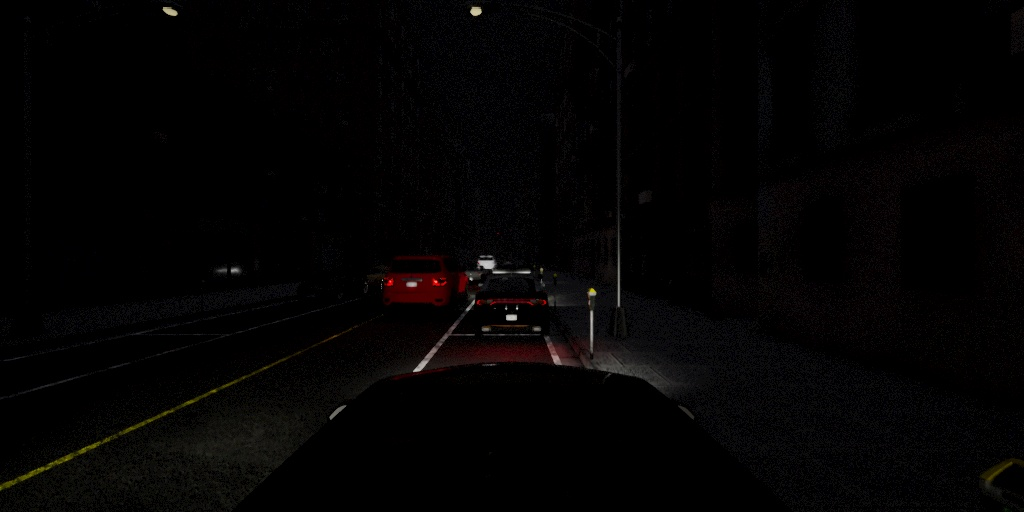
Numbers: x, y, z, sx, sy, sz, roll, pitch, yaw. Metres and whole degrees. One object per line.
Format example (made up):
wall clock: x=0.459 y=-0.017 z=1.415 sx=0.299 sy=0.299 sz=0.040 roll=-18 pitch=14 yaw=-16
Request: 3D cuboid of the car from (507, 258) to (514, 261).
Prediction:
car: x=-0.383 y=1.269 z=39.031 sx=1.751 sy=1.417 sz=4.829 roll=0 pitch=0 yaw=0

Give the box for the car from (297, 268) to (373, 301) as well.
car: x=-8.408 y=1.315 z=17.218 sx=1.948 sy=1.339 sz=4.313 roll=0 pitch=0 yaw=0

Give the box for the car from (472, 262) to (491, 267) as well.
car: x=-2.935 y=1.350 z=27.836 sx=1.895 sy=1.301 sz=4.718 roll=0 pitch=0 yaw=0

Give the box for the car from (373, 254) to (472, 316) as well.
car: x=-3.029 y=0.970 z=13.629 sx=2.150 sy=2.045 sz=5.566 roll=0 pitch=0 yaw=1

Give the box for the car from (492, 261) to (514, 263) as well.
car: x=-0.383 y=1.315 z=28.035 sx=1.948 sy=1.339 sz=4.313 roll=0 pitch=0 yaw=0

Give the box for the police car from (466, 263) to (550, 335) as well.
police car: x=-0.012 y=1.175 z=10.610 sx=1.930 sy=1.638 sz=5.238 roll=0 pitch=0 yaw=0

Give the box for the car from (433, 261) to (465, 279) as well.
car: x=-5.863 y=1.238 z=33.759 sx=2.128 sy=1.511 sz=4.902 roll=0 pitch=0 yaw=0

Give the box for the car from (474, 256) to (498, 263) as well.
car: x=-2.936 y=0.962 z=43.420 sx=2.150 sy=2.045 sz=5.566 roll=0 pitch=0 yaw=0
